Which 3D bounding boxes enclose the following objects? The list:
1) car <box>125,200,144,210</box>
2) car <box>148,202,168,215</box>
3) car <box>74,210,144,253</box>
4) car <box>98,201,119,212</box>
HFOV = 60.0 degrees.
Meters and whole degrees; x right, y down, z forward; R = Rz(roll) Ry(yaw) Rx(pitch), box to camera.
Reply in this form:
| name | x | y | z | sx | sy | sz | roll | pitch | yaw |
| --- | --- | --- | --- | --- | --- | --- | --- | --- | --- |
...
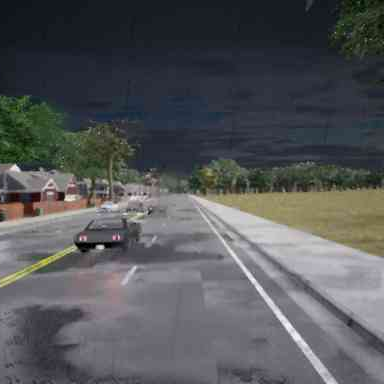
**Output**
| name | x | y | z | sx | sy | sz | roll | pitch | yaw |
| --- | --- | --- | --- | --- | --- | --- | --- | --- | --- |
| car | -7.194 | 1.834 | 42.113 | 1.837 | 1.490 | 4.892 | -1 | 0 | -1 |
| car | -3.756 | 1.775 | 37.128 | 1.895 | 1.301 | 4.718 | -1 | 0 | -1 |
| car | -3.354 | 1.708 | 14.245 | 1.895 | 1.301 | 4.718 | -1 | 0 | -1 |
| car | -10.443 | 1.885 | 42.055 | 1.812 | 1.442 | 4.674 | -1 | 0 | -1 |
